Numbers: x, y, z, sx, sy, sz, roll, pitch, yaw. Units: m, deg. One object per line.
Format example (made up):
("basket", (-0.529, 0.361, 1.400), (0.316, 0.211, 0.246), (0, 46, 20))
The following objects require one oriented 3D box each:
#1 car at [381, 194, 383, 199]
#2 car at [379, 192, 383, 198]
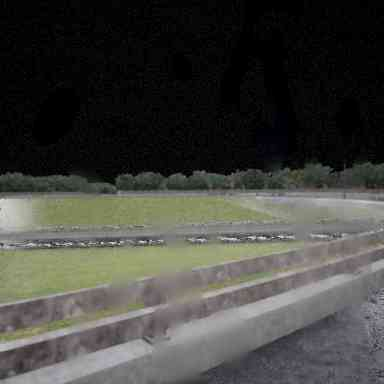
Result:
("car", (41.509, 1.012, 68.612), (2.033, 1.411, 5.357), (-1, 0, 7))
("car", (45.856, 0.794, 76.938), (2.033, 1.411, 5.357), (-1, 0, 1))
